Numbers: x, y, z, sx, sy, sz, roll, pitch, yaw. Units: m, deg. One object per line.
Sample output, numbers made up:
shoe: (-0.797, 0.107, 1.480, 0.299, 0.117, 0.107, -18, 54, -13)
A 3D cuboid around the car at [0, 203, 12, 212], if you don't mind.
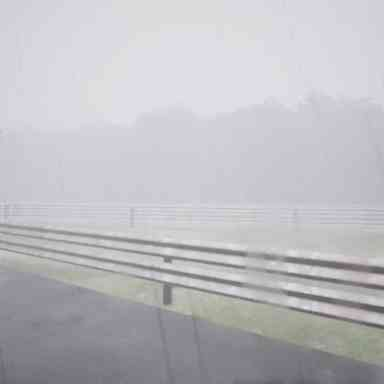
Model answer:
car: (-19.364, 1.654, 31.718, 4.674, 1.442, 1.812, 0, 0, 20)
